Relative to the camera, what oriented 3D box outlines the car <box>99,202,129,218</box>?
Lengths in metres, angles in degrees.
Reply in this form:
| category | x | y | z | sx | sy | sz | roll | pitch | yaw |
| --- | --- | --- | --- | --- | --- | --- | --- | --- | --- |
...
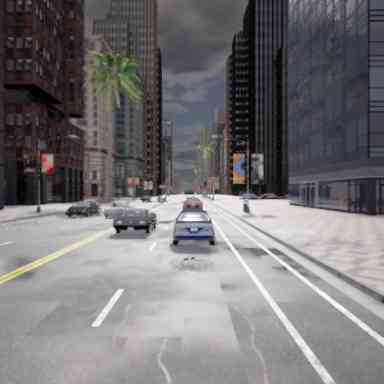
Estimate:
| category | x | y | z | sx | sy | sz | roll | pitch | yaw |
| --- | --- | --- | --- | --- | --- | --- | --- | --- | --- |
| car | -6.599 | 1.607 | 30.214 | 1.895 | 1.301 | 4.718 | 0 | 0 | 0 |

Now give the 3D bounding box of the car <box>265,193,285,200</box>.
| category | x | y | z | sx | sy | sz | roll | pitch | yaw |
| --- | --- | --- | --- | --- | --- | --- | --- | --- | --- |
| car | 22.747 | 1.613 | 92.032 | 4.206 | 1.307 | 1.802 | 0 | 0 | 0 |

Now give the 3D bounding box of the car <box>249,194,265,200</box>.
| category | x | y | z | sx | sy | sz | roll | pitch | yaw |
| --- | --- | --- | --- | --- | --- | --- | --- | --- | --- |
| car | 17.069 | 1.586 | 92.030 | 4.403 | 1.369 | 2.008 | 0 | 0 | 0 |

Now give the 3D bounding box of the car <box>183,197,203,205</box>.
| category | x | y | z | sx | sy | sz | roll | pitch | yaw |
| --- | --- | --- | --- | --- | --- | --- | --- | --- | --- |
| car | 0.099 | 1.360 | 35.948 | 2.097 | 1.767 | 4.553 | 0 | 0 | 0 |

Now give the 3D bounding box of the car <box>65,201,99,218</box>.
| category | x | y | z | sx | sy | sz | roll | pitch | yaw |
| --- | --- | --- | --- | --- | --- | --- | --- | --- | --- |
| car | -9.849 | 1.554 | 30.559 | 2.033 | 1.411 | 5.357 | 0 | 0 | 0 |

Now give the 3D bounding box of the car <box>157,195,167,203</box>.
| category | x | y | z | sx | sy | sz | roll | pitch | yaw |
| --- | --- | --- | --- | --- | --- | --- | --- | --- | --- |
| car | -6.503 | 1.505 | 71.904 | 2.128 | 1.511 | 4.902 | 0 | 0 | 0 |

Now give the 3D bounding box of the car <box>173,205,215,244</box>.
| category | x | y | z | sx | sy | sz | roll | pitch | yaw |
| --- | --- | --- | --- | --- | --- | --- | --- | --- | --- |
| car | 0.082 | 1.550 | 15.862 | 2.033 | 1.411 | 5.357 | 0 | 0 | 0 |

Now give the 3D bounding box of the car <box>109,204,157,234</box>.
| category | x | y | z | sx | sy | sz | roll | pitch | yaw |
| --- | --- | --- | --- | --- | --- | --- | --- | --- | --- |
| car | -3.151 | 1.604 | 19.342 | 1.895 | 1.301 | 4.718 | 0 | 0 | 0 |

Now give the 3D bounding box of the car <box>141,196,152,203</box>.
| category | x | y | z | sx | sy | sz | roll | pitch | yaw |
| --- | --- | --- | --- | --- | --- | --- | --- | --- | --- |
| car | -9.753 | 1.519 | 71.904 | 2.033 | 1.411 | 5.357 | 0 | 0 | 0 |
